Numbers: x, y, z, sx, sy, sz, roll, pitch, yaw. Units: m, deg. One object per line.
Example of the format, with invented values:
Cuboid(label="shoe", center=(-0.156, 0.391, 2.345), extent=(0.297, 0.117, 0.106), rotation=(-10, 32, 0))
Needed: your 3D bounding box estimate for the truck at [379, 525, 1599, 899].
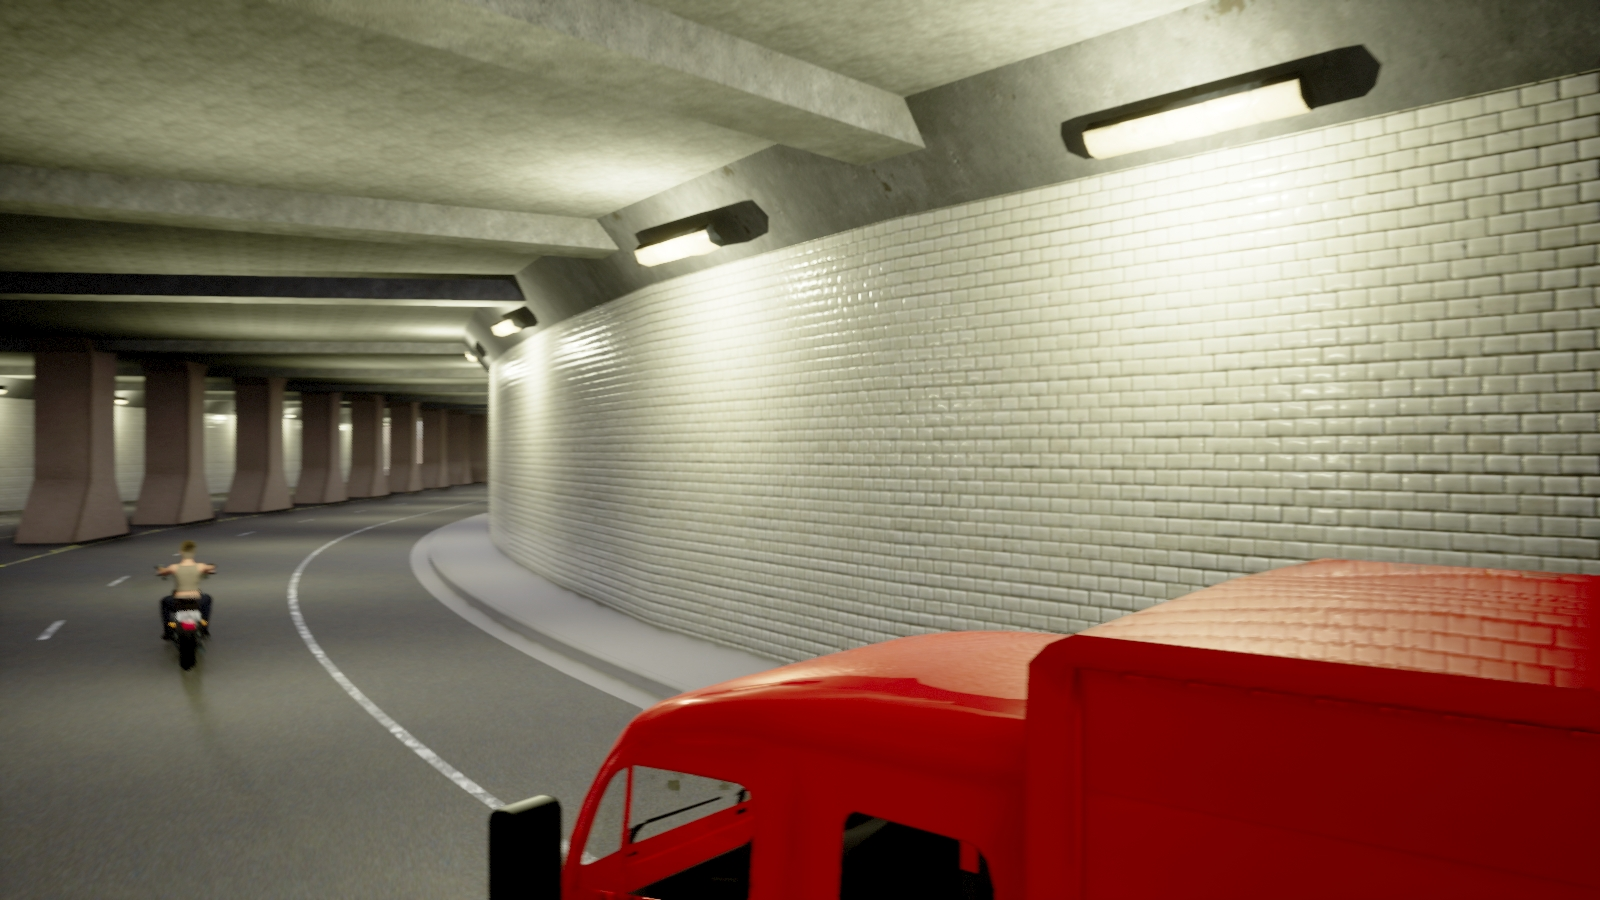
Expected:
Cuboid(label="truck", center=(1.704, 1.574, 2.597), extent=(5.204, 2.467, 2.627), rotation=(0, 0, 38))
